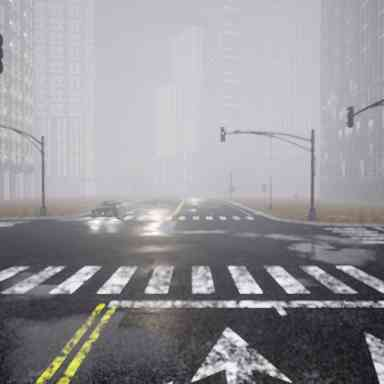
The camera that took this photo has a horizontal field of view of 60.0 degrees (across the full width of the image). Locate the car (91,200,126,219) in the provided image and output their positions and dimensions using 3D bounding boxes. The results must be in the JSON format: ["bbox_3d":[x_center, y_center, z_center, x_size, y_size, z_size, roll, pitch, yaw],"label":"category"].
[{"bbox_3d":[-6.437,1.325,25.997,1.994,1.385,4.181,0,1,0],"label":"car"}]
